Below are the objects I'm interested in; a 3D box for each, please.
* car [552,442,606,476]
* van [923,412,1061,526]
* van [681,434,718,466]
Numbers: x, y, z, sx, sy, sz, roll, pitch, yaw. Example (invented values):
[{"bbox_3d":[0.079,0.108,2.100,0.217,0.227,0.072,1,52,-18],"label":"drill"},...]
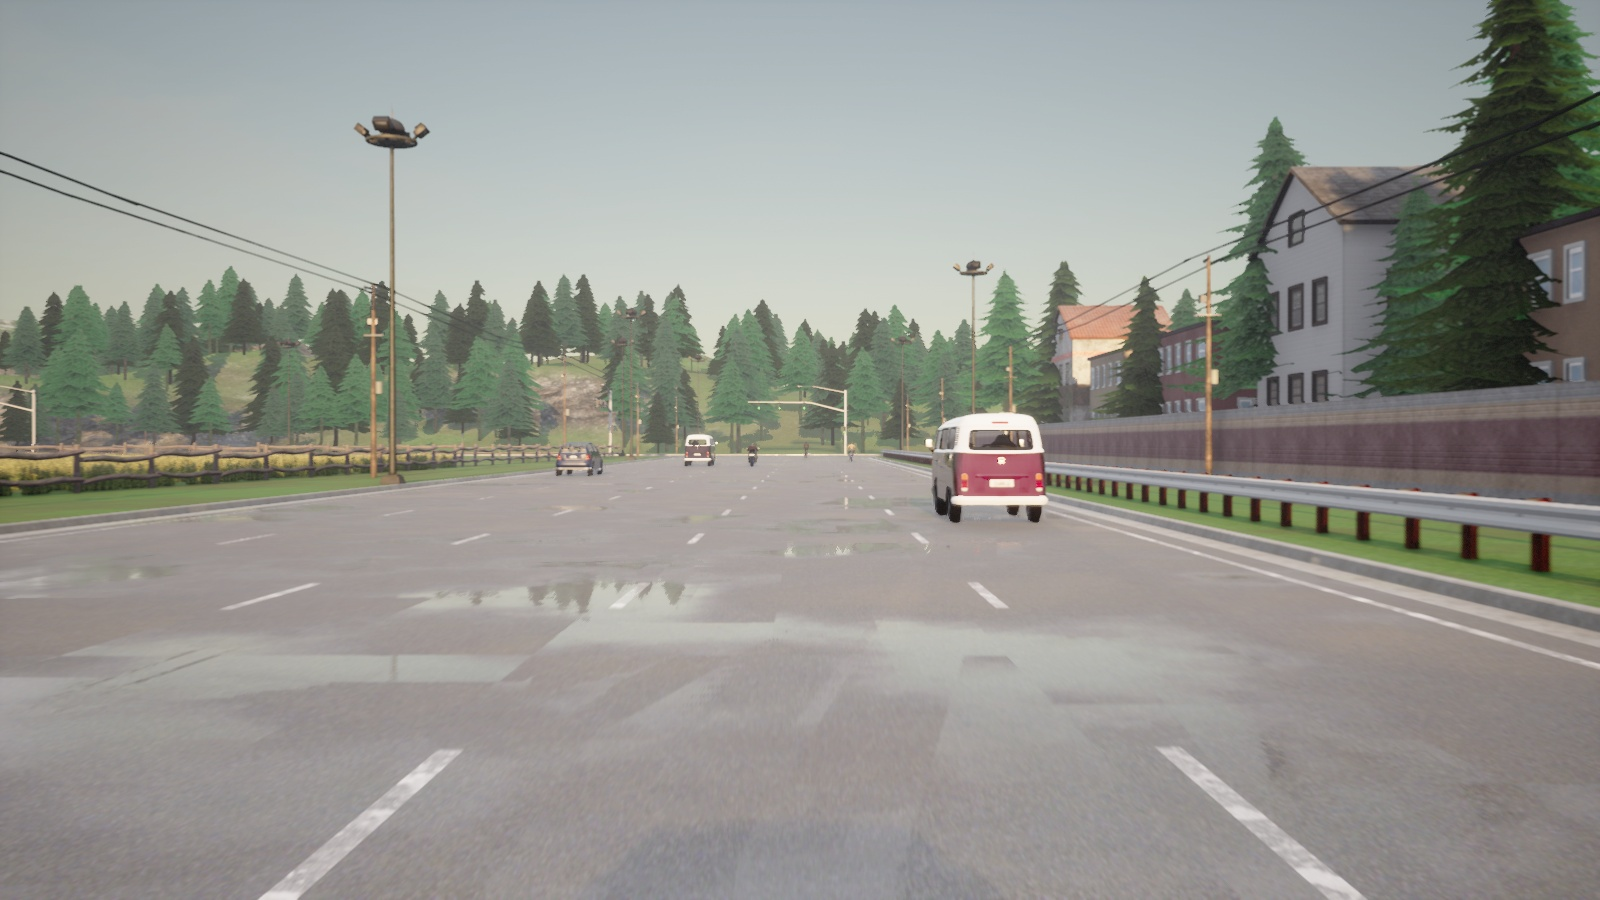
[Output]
[{"bbox_3d":[-10.158,0.391,57.959,1.789,1.549,3.705,0,0,0],"label":"car"},{"bbox_3d":[3.655,0.334,24.733,2.069,2.038,4.480,0,0,0],"label":"van"},{"bbox_3d":[-6.521,0.005,81.961,2.069,2.038,4.480,0,0,0],"label":"van"}]
